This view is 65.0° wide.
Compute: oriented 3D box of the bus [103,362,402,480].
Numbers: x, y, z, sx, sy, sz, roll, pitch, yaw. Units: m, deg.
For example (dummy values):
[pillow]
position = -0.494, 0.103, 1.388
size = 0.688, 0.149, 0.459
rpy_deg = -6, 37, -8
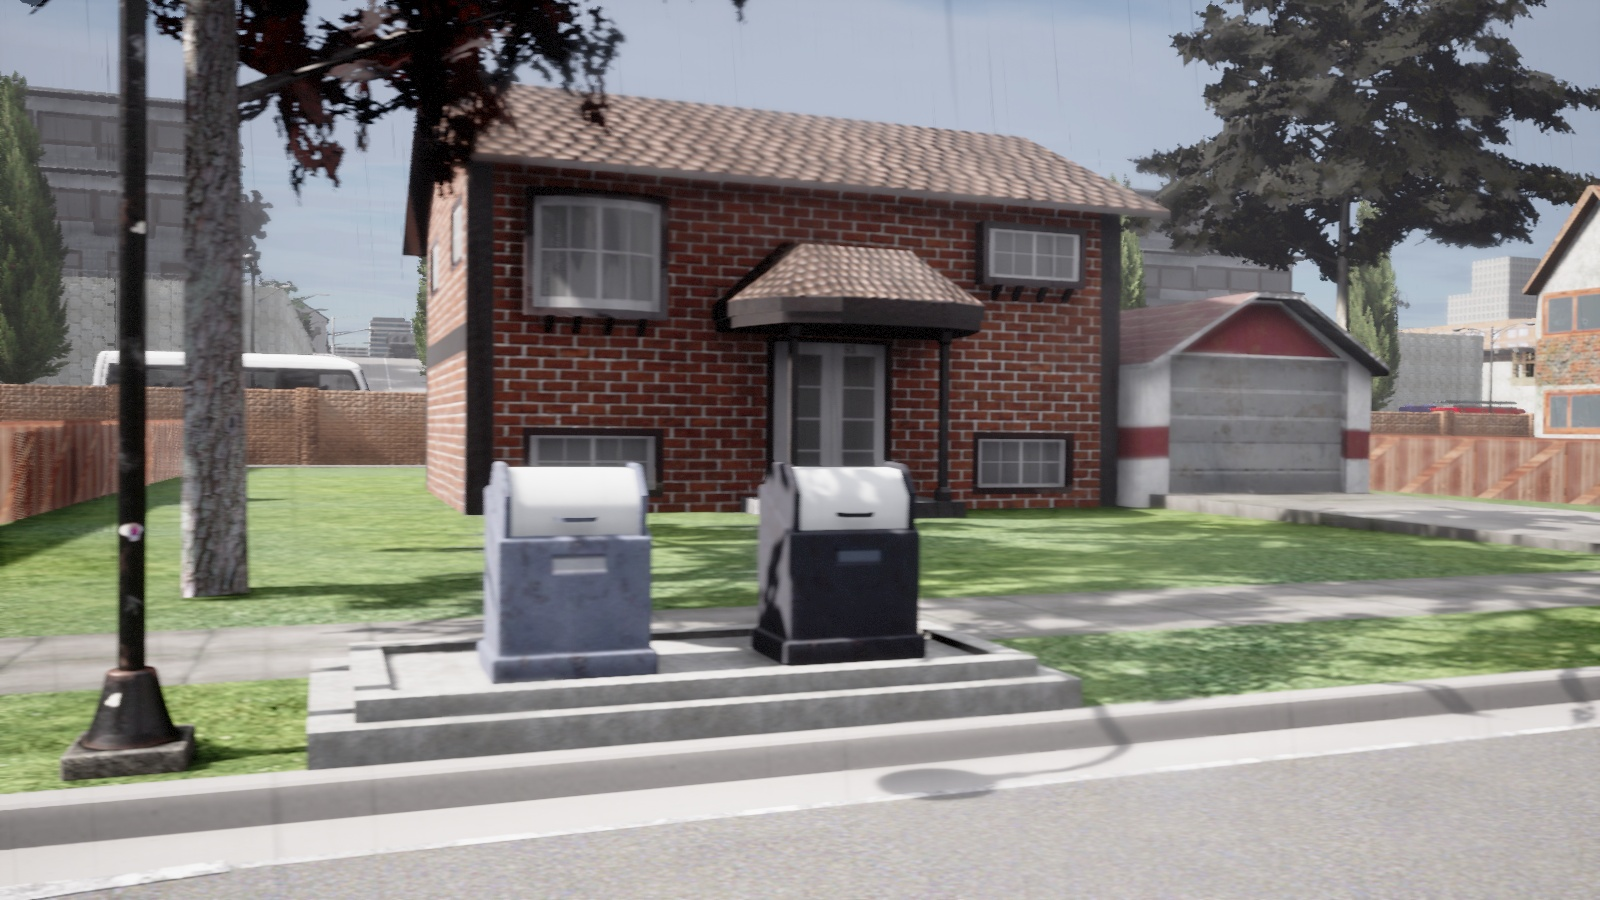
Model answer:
[bus]
position = -21.072, -1.150, 49.087
size = 10.273, 4.253, 3.944
rpy_deg = -1, 1, -21

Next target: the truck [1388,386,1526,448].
[truck]
position = 42.033, -2.129, 80.327
size = 8.468, 3.827, 2.891
rpy_deg = -1, 1, -20
